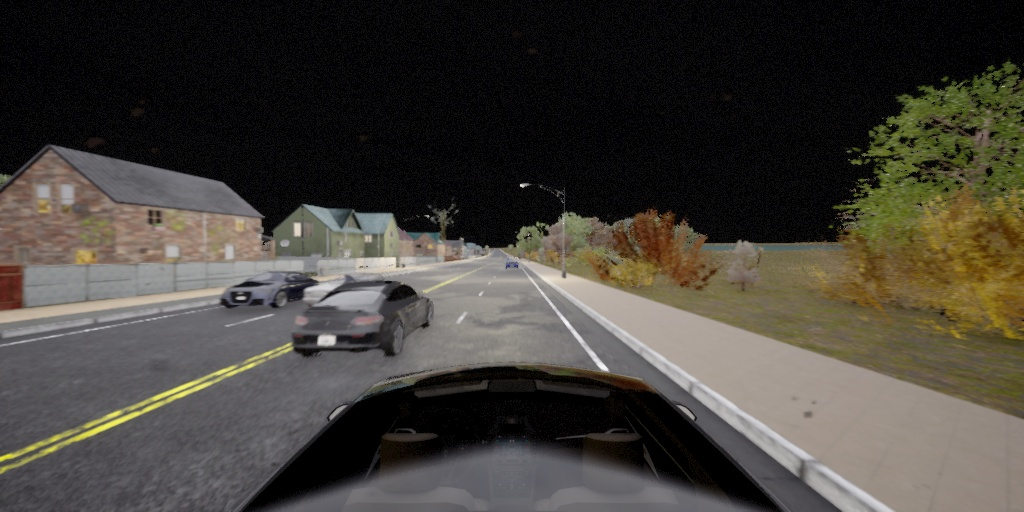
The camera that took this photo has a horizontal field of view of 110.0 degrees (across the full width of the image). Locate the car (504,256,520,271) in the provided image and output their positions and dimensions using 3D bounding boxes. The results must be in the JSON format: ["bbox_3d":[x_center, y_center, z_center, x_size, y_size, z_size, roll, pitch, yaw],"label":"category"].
[{"bbox_3d":[0.003,1.092,48.816,1.882,1.535,5.008,0,0,0],"label":"car"}]

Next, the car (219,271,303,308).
[{"bbox_3d":[-9.749,1.326,14.889,1.994,1.385,4.181,0,0,0],"label":"car"}]

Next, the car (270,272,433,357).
[{"bbox_3d":[-3.160,1.275,8.412,1.812,1.442,4.674,0,0,0],"label":"car"}]

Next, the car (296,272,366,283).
[{"bbox_3d":[-6.498,1.367,14.863,1.895,1.301,4.718,0,0,0],"label":"car"}]
